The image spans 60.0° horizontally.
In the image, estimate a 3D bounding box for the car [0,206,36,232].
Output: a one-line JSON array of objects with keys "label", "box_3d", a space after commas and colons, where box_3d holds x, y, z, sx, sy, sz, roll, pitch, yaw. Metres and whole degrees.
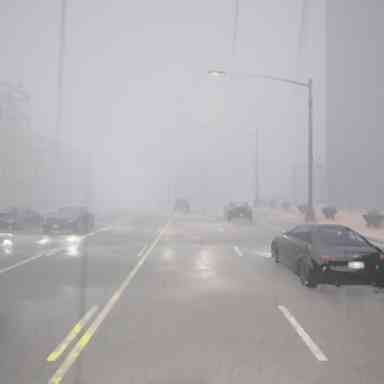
[{"label": "car", "box_3d": [-10.601, 1.571, 20.049, 1.994, 1.385, 4.181, 0, 0, 0]}]

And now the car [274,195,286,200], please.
[{"label": "car", "box_3d": [20.418, 1.325, 77.062, 5.008, 1.535, 1.882, 0, 0, -40]}]

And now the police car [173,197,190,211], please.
[{"label": "police car", "box_3d": [-1.232, 1.442, 40.403, 1.930, 1.638, 5.238, 0, 0, 0]}]

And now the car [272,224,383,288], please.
[{"label": "car", "box_3d": [3.592, 1.568, 9.269, 1.994, 1.385, 4.181, 0, 0, 0]}]

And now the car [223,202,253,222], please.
[{"label": "car", "box_3d": [3.592, 1.502, 26.458, 2.128, 1.511, 4.902, 0, 0, 0]}]

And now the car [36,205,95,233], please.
[{"label": "car", "box_3d": [-7.089, 1.533, 19.646, 1.812, 1.442, 4.674, 0, 0, 0]}]
